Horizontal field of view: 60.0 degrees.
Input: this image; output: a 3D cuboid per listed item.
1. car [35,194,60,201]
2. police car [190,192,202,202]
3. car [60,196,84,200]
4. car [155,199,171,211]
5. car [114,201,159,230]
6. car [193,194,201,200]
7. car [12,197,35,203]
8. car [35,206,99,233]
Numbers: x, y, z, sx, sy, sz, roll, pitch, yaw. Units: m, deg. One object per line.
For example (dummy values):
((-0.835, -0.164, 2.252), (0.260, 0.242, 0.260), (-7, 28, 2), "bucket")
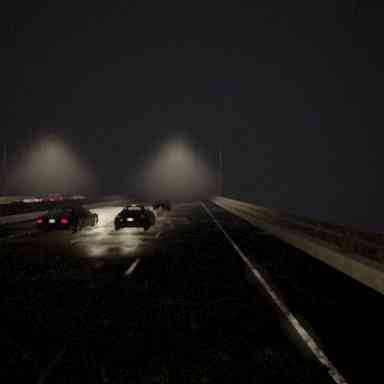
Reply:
((-21.052, 1.157, 49.892), (2.097, 1.767, 4.553), (0, 0, 0), "car")
((1.073, 1.156, 68.807), (1.930, 1.638, 5.238), (0, 0, 0), "police car")
((-17.551, 1.296, 50.451), (2.128, 1.511, 4.902), (0, 0, 0), "car")
((-3.387, 1.452, 38.161), (1.895, 1.301, 4.718), (0, 0, 0), "car")
((-3.393, 1.485, 20.304), (1.994, 1.385, 4.181), (0, 0, 0), "car")
((1.077, 1.168, 78.697), (1.882, 1.535, 5.008), (0, 0, 0), "car")
((-24.549, 1.410, 49.045), (1.895, 1.301, 4.718), (0, 0, 0), "car")
((-6.894, 1.474, 18.888), (2.033, 1.411, 5.357), (0, 0, 0), "car")
